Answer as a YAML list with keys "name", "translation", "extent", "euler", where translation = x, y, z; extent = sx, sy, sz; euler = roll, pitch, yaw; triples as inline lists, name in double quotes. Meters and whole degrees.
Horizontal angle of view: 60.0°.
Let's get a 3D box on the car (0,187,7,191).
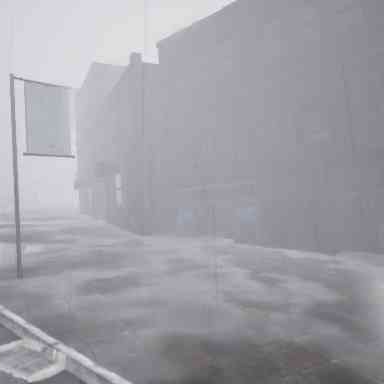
- name: "car"
  translation: [-47.443, -0.646, 79.382]
  extent: [2.231, 1.521, 4.892]
  euler: [-4, -3, 5]
